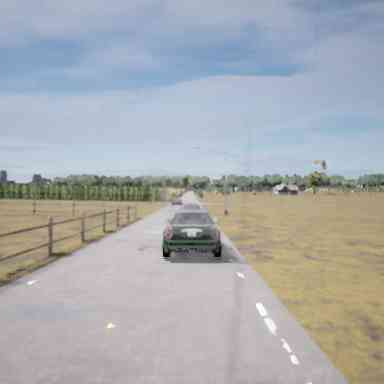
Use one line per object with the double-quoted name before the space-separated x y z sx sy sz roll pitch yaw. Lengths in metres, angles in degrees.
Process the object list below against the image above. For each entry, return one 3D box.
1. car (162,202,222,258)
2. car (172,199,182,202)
"car" 0.002 1.471 13.424 2.097 1.767 4.553 0 -1 0
"car" -2.832 1.966 63.549 1.994 1.385 4.181 0 0 0
